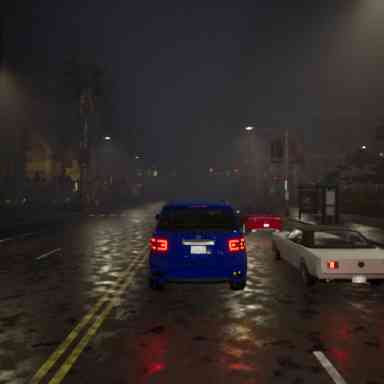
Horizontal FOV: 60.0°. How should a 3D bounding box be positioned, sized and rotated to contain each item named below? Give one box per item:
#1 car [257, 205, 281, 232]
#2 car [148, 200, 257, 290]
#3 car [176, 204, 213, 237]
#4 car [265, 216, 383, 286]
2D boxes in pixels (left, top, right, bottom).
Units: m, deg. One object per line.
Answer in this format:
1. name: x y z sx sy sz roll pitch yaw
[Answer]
1. car: 3.639 1.478 18.738 1.882 1.535 5.008 0 0 0
2. car: 0.119 1.221 9.182 2.150 2.045 5.566 0 0 0
3. car: 0.141 1.505 19.044 1.837 1.490 4.892 0 0 0
4. car: 3.618 1.601 9.398 1.895 1.301 4.718 0 0 0
